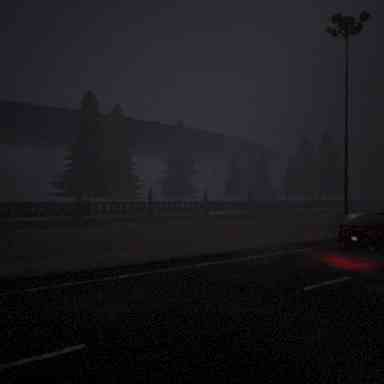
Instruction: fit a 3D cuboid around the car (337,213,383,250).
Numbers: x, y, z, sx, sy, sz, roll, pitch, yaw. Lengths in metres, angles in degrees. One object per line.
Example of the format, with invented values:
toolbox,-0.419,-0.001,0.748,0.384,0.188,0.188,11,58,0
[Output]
car,8.140,1.617,13.962,5.008,1.535,1.882,0,0,-35
